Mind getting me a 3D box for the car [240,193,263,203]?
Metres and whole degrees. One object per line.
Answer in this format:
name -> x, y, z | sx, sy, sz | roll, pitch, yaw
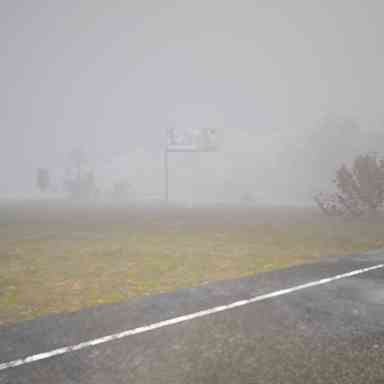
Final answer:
car -> 11.312, 1.056, 63.224 | 2.097, 1.767, 4.553 | 0, 0, -34
